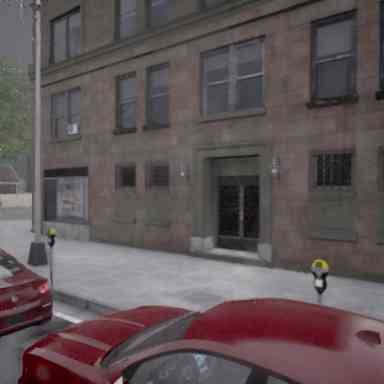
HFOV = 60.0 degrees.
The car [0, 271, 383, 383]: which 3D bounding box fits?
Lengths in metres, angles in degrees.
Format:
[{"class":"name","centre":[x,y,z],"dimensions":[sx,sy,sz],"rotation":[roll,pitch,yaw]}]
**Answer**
[{"class":"car","centre":[0.475,1.537,2.471],"dimensions":[4.507,1.381,1.887],"rotation":[0,0,35]}]

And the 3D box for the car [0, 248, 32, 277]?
[{"class":"car","centre":[-4.043,1.540,5.639],"dimensions":[4.206,1.307,1.802],"rotation":[0,0,35]}]
